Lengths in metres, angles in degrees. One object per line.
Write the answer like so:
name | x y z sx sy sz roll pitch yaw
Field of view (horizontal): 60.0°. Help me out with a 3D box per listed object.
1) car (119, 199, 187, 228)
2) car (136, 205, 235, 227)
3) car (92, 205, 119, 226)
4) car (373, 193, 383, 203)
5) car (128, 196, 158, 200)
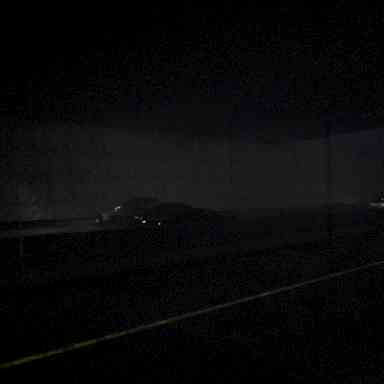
car | -1.543 1.371 20.088 5.008 1.535 1.882 -1 0 -35
car | -0.141 1.502 16.788 4.718 1.301 1.895 -1 0 -36
car | -4.222 1.503 22.477 4.718 1.301 1.895 -1 0 -35
car | 29.588 0.921 50.782 5.008 1.535 1.882 -1 0 -35
car | -4.486 1.231 26.587 4.553 1.767 2.097 -1 0 -35
